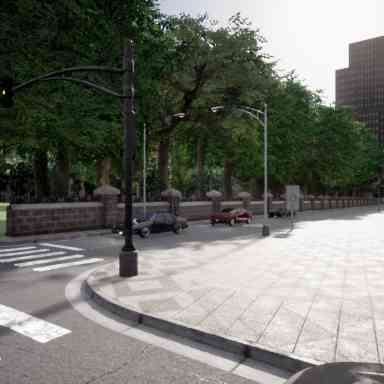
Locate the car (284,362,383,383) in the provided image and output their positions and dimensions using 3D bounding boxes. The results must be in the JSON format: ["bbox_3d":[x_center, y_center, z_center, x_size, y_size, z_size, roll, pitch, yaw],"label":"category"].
[{"bbox_3d":[2.351,1.551,1.286,4.403,1.369,2.008,0,0,36],"label":"car"}]

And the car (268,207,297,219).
[{"bbox_3d":[10.377,2.399,38.162,1.895,1.301,4.718,0,-1,35],"label":"car"}]

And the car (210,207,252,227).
[{"bbox_3d":[3.419,2.022,28.334,1.882,1.535,5.008,0,-1,35],"label":"car"}]

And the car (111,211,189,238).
[{"bbox_3d":[-2.321,1.888,20.214,2.033,1.411,5.357,0,-1,35],"label":"car"}]
